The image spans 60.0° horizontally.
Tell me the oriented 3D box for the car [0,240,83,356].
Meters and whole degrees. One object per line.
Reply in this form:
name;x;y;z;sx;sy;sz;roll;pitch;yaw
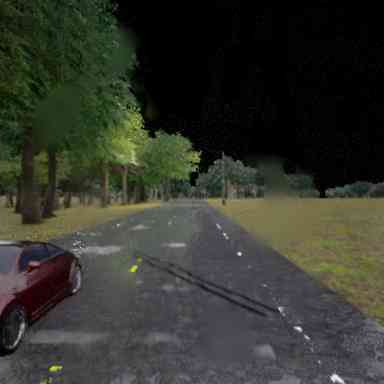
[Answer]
car;-3.492;1.594;5.952;1.994;1.385;4.181;0;0;0
